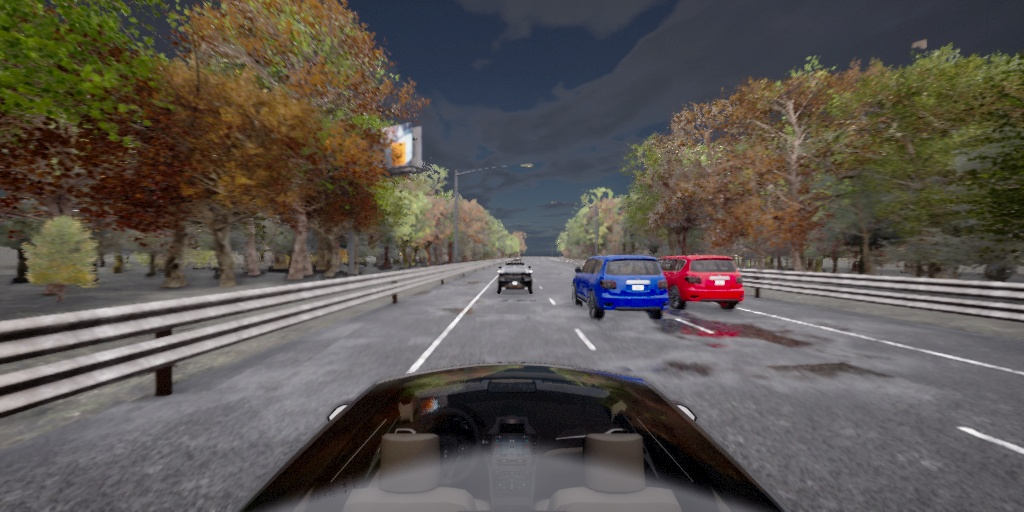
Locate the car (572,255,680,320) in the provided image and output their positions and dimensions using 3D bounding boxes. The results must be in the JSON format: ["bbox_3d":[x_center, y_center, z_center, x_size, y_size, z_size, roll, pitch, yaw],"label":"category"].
[{"bbox_3d":[3.605,0.995,12.882,2.150,2.045,5.566,0,0,0],"label":"car"}]

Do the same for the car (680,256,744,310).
[{"bbox_3d":[7.116,1.002,14.922,2.150,2.045,5.566,0,0,0],"label":"car"}]

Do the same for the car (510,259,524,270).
[{"bbox_3d":[0.763,1.267,55.722,2.033,1.649,4.856,0,0,1],"label":"car"}]

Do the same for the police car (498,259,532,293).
[{"bbox_3d":[0.179,1.207,21.295,1.930,1.638,5.238,0,0,1],"label":"police car"}]
